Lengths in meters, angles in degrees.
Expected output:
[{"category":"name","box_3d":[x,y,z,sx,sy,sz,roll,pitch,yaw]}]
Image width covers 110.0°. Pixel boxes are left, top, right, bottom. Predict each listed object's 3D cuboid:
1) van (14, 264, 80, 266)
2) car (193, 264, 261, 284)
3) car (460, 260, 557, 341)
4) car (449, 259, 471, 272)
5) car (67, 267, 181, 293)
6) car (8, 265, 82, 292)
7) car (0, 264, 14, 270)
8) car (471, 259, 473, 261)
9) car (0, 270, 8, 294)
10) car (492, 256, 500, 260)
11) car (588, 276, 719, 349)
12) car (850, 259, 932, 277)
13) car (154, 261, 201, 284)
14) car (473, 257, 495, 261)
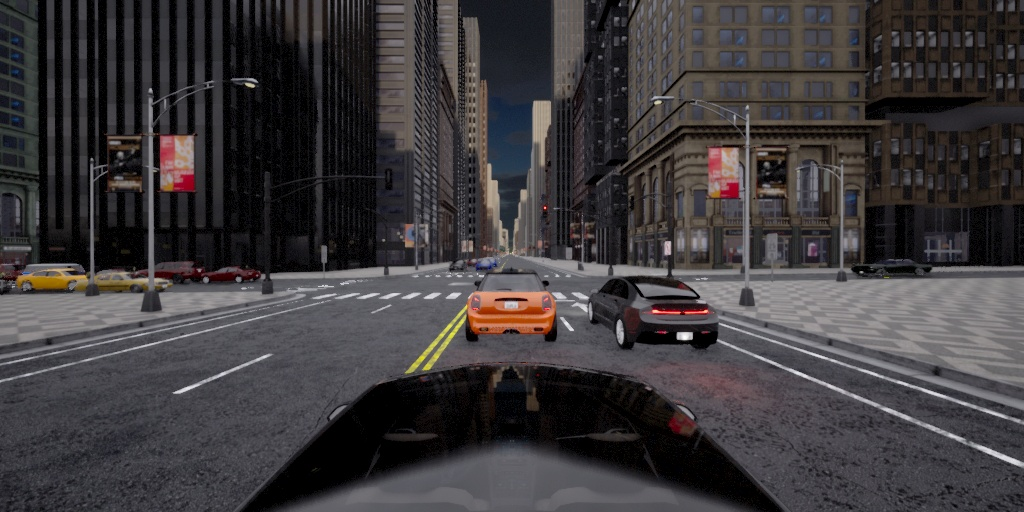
[{"category":"van","box_3d":[-39.307,1.578,30.723,3.998,1.789,1.690,0,0,0]},{"category":"car","box_3d":[-24.046,1.575,30.711,4.507,1.381,1.888,0,0,0]},{"category":"car","box_3d":[-0.008,1.101,10.003,2.097,1.767,4.553,0,0,0]},{"category":"car","box_3d":[-6.707,1.232,44.962,1.837,1.490,4.892,0,0,0]},{"category":"car","box_3d":[-23.884,1.592,22.183,4.829,1.417,1.751,0,0,0]},{"category":"car","box_3d":[-30.942,1.627,24.842,5.008,1.535,1.882,-1,0,0]},{"category":"car","box_3d":[-44.394,1.620,30.727,5.009,1.841,2.192,0,0,0]},{"category":"car","box_3d":[-6.724,1.187,61.749,1.882,1.535,5.008,0,0,0]},{"category":"car","box_3d":[-33.825,1.750,22.180,4.403,1.370,2.007,0,0,0]},{"category":"car","box_3d":[-3.477,1.188,61.164,1.882,1.535,5.008,0,0,0]},{"category":"car","box_3d":[3.234,1.254,9.143,1.837,1.490,4.892,0,0,0]},{"category":"car","box_3d":[29.602,0.918,28.099,4.718,1.301,1.895,-1,0,0]},{"category":"car","box_3d":[-29.133,1.414,30.715,5.009,1.841,2.192,0,0,0]},{"category":"car","box_3d":[-3.457,1.205,44.997,1.882,1.535,5.008,0,0,0]}]
